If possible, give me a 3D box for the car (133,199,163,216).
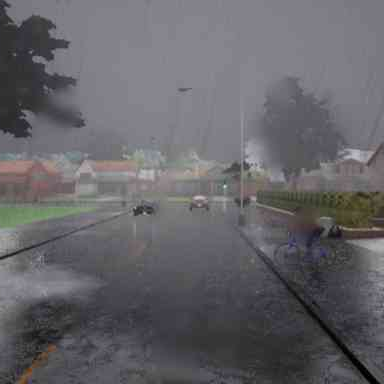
[{"bbox_3d":[-3.479,1.229,26.935,1.895,1.301,4.718,0,1,1],"label":"car"}]

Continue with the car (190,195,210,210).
[{"bbox_3d":[0.803,1.033,34.084,1.812,1.442,4.674,0,1,2],"label":"car"}]

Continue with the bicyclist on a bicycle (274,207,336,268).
[{"bbox_3d":[3.009,1.221,8.828,1.656,1.620,0.582,0,1,1],"label":"bicyclist on a bicycle"}]
